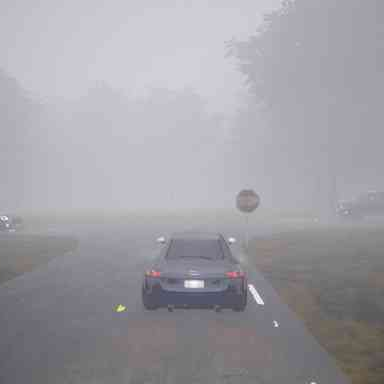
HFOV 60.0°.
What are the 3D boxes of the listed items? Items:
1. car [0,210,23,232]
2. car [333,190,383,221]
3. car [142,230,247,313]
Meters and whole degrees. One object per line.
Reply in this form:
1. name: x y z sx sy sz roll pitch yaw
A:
1. car: -13.259 1.607 21.128 4.553 1.767 2.097 -1 1 2
2. car: 13.199 0.923 24.044 5.566 2.045 2.150 -1 1 -1
3. car: 0.097 1.563 7.764 1.994 1.385 4.181 0 0 2
